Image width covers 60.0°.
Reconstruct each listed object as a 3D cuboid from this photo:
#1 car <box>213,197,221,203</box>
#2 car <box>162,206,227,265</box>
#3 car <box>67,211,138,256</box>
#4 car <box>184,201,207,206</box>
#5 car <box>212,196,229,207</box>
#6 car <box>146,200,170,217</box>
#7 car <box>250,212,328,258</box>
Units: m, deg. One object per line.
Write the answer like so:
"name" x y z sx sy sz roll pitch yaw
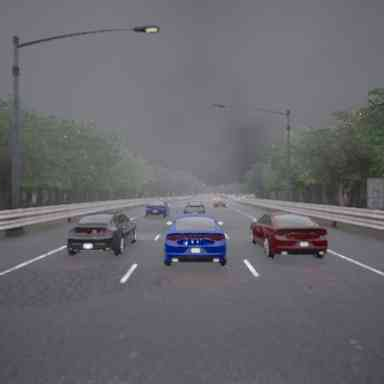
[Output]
"car" 5.852 1.904 79.443 1.837 1.490 4.892 0 -1 4
"car" 0.109 1.489 11.771 1.882 1.535 5.008 0 0 0
"car" -3.386 1.518 13.267 1.837 1.490 4.892 0 0 0
"car" 0.296 1.551 29.949 2.128 1.511 4.902 0 0 1
"car" 4.376 1.777 52.728 1.895 1.301 4.718 0 0 2
"car" -3.174 1.543 31.597 1.882 1.535 5.008 0 0 1
"car" 3.511 1.489 12.859 1.882 1.535 5.008 0 0 0
